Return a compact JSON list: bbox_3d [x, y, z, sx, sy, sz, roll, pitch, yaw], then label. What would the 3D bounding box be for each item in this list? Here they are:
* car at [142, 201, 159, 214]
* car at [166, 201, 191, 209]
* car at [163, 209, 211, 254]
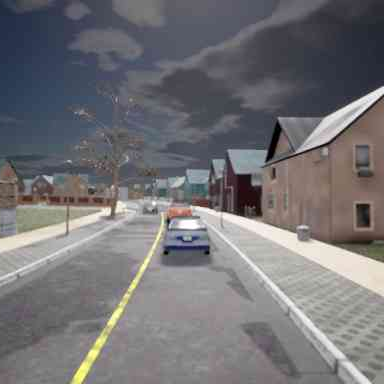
[{"bbox_3d":[-5.133,1.878,41.239,2.128,1.511,4.902,0,-1,-6],"label":"car"},{"bbox_3d":[-1.163,1.625,29.184,2.097,1.767,4.553,0,-1,-5],"label":"car"},{"bbox_3d":[-0.255,1.681,14.067,2.033,1.411,5.357,0,-1,-2],"label":"car"}]
